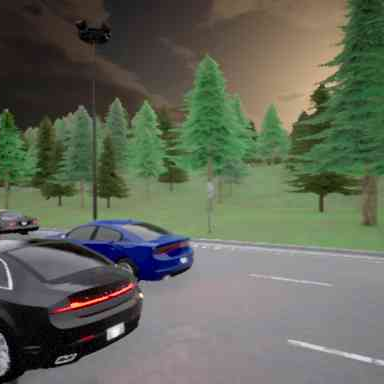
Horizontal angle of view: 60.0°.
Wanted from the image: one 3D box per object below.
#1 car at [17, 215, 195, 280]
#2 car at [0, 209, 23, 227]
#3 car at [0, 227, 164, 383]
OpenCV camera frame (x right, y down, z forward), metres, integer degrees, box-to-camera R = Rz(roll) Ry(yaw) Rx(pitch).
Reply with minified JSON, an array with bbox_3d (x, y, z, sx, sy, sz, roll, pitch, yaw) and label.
[{"bbox_3d":[-2.342,1.496,9.196,5.008,1.535,1.882,0,0,29],"label":"car"},{"bbox_3d":[-10.537,1.627,17.757,5.357,1.411,2.033,0,0,29],"label":"car"},{"bbox_3d":[-3.035,1.526,5.421,4.892,1.490,1.837,-1,-1,31],"label":"car"}]
